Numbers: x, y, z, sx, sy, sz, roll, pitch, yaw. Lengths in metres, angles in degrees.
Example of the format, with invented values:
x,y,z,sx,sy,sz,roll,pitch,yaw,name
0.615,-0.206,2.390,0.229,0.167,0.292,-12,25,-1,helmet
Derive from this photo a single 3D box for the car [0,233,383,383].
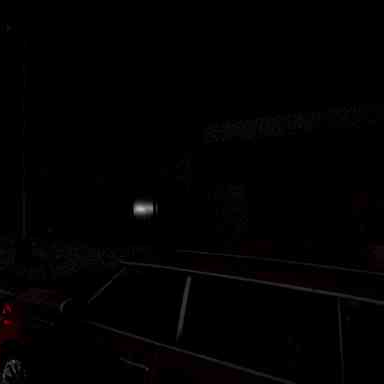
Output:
x,y,z,sx,sy,sz,roll,pitch,yaw,name
0.255,1.315,2.896,5.009,1.841,2.192,0,0,36,car
